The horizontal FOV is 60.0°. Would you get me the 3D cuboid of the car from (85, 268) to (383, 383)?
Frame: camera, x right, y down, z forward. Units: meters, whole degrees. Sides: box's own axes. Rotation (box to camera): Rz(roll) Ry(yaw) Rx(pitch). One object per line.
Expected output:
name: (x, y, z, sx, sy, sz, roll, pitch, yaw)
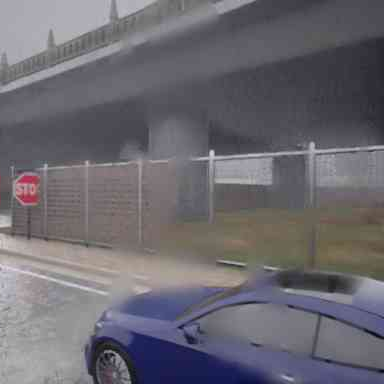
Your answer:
car: (0.963, 1.528, 3.273, 4.674, 1.442, 1.812, 0, 0, 35)
